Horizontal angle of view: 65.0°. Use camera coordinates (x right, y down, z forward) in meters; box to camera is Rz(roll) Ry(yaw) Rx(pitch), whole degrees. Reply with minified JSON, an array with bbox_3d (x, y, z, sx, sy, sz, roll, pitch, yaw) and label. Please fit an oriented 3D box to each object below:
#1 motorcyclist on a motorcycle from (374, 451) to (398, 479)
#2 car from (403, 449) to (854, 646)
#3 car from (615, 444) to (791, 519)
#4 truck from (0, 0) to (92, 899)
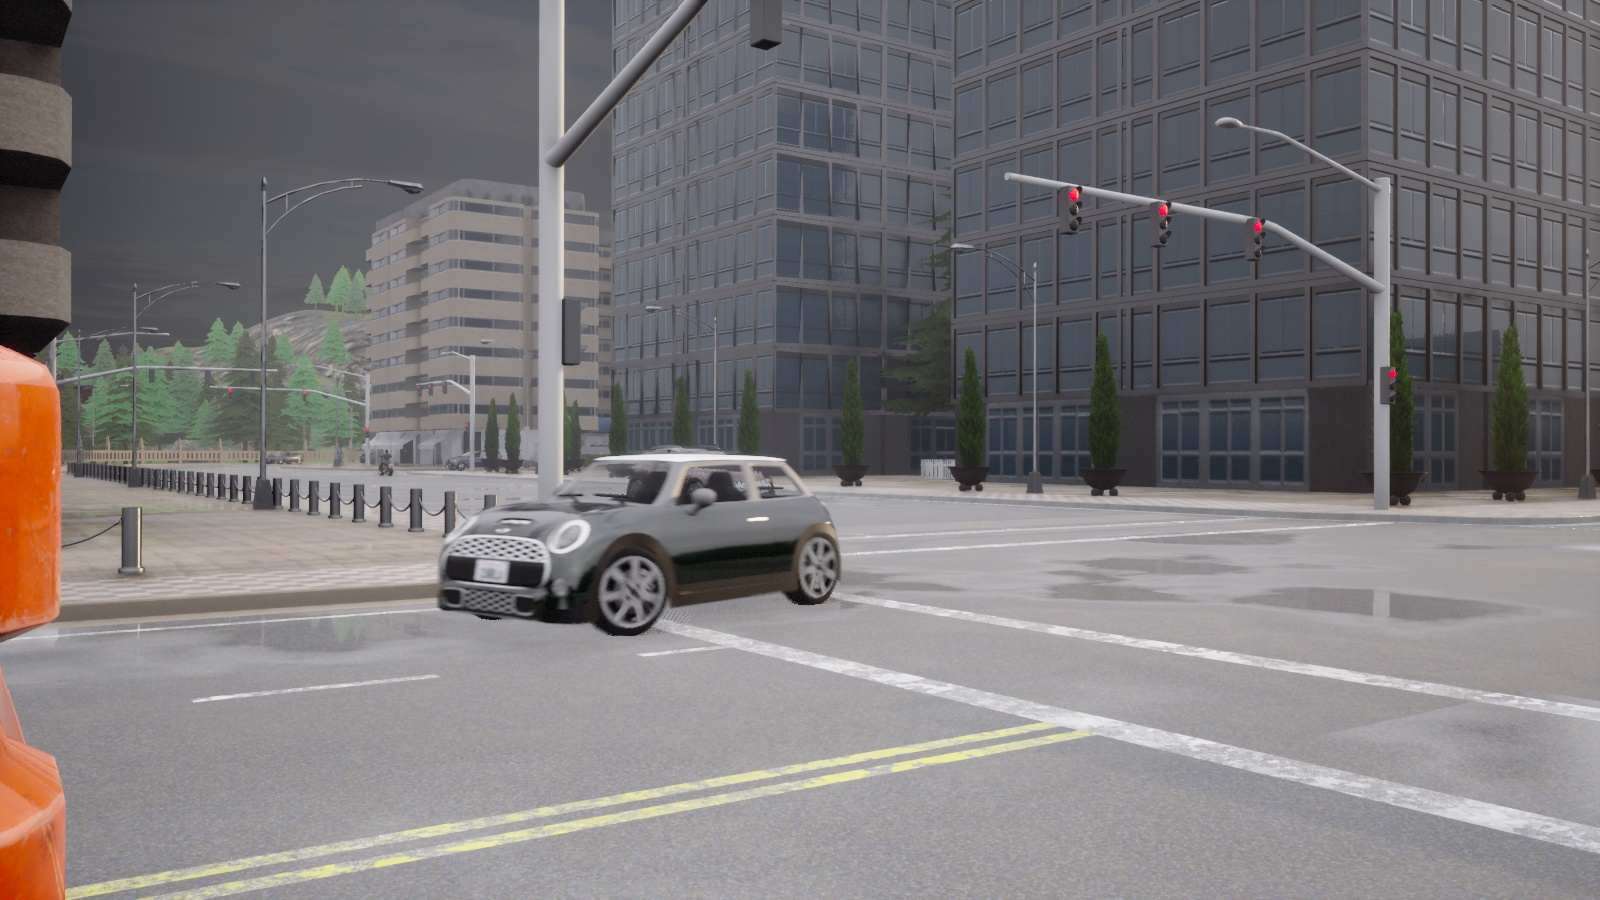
[{"bbox_3d":[-24.902,0.877,75.473,0.766,1.649,2.350,0,0,-34],"label":"motorcyclist on a motorcycle"},{"bbox_3d":[-1.417,0.739,11.562,1.970,1.475,3.806,0,0,38],"label":"car"},{"bbox_3d":[-2.421,0.698,30.164,2.033,1.649,4.856,0,0,-35],"label":"car"},{"bbox_3d":[-4.853,-0.226,0.292,7.936,3.462,2.891,0,0,-35],"label":"truck"}]
